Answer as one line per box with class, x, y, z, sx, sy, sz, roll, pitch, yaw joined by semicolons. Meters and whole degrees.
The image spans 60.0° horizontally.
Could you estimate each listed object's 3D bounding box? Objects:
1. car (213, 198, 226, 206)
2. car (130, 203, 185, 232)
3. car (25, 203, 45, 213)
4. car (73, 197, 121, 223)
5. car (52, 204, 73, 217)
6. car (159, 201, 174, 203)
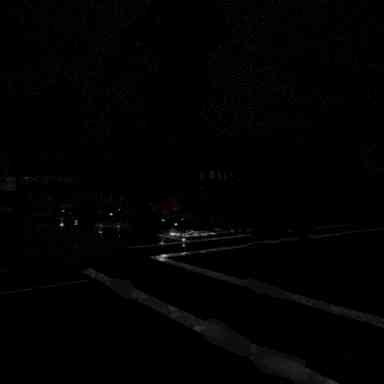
car;5.532;1.797;60.043;1.970;1.475;3.806;0;-1;-37
car;-2.346;1.641;21.293;1.812;1.442;4.674;0;-1;-37
car;-23.491;2.350;49.586;2.033;1.411;5.357;0;-1;-37
car;-8.192;1.493;29.073;2.150;2.045;5.566;0;-1;-37
car;-14.312;2.024;37.225;1.812;1.442;4.674;0;-1;-37
car;-3.369;1.884;40.469;1.882;1.535;5.008;0;-1;-37
